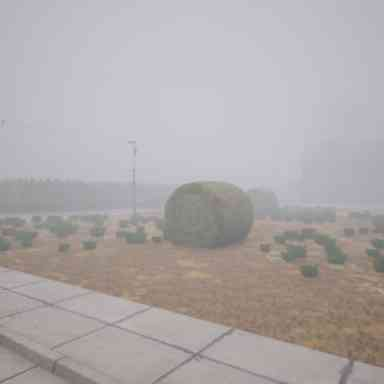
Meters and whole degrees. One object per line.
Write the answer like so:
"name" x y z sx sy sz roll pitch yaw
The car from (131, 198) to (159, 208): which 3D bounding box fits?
"car" -6.780 1.597 48.569 1.837 1.490 4.892 0 -1 33
